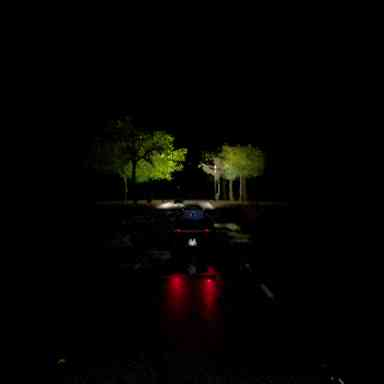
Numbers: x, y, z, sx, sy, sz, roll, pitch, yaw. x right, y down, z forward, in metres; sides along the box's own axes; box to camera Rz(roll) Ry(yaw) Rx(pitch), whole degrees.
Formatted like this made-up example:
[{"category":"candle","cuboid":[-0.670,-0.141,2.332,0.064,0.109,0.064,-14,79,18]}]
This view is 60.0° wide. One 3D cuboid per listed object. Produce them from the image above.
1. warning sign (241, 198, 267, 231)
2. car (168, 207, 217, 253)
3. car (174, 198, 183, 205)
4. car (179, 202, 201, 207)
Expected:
[{"category":"warning sign","cuboid":[3.616,1.289,19.432,1.300,1.860,1.060,1,1,0]},{"category":"car","cuboid":[0.031,1.621,14.246,2.128,1.511,4.902,0,0,0]},{"category":"car","cuboid":[-2.856,1.990,71.761,2.033,1.411,5.357,0,0,1]},{"category":"car","cuboid":[0.106,1.798,28.933,2.033,1.411,5.357,0,0,0]}]
